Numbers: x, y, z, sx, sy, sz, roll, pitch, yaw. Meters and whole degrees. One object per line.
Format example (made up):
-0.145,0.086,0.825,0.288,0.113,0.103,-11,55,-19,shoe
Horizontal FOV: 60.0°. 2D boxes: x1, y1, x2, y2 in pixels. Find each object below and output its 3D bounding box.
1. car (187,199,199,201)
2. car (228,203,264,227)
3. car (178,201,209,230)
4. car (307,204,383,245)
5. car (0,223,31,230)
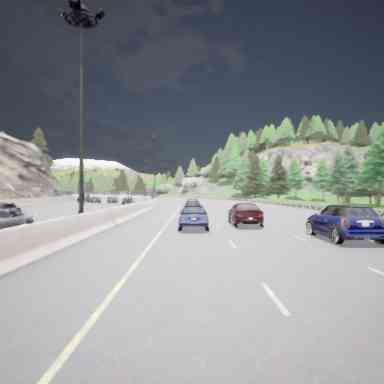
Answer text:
0.055,1.565,42.456,1.994,1.385,4.181,0,0,-1,car
3.594,1.478,22.837,1.882,1.535,5.008,0,0,0,car
0.095,1.548,21.074,2.033,1.411,5.357,0,0,0,car
7.096,1.352,15.724,2.097,1.767,4.553,0,0,0,car
-10.605,1.601,18.086,1.895,1.301,4.718,0,0,0,car
